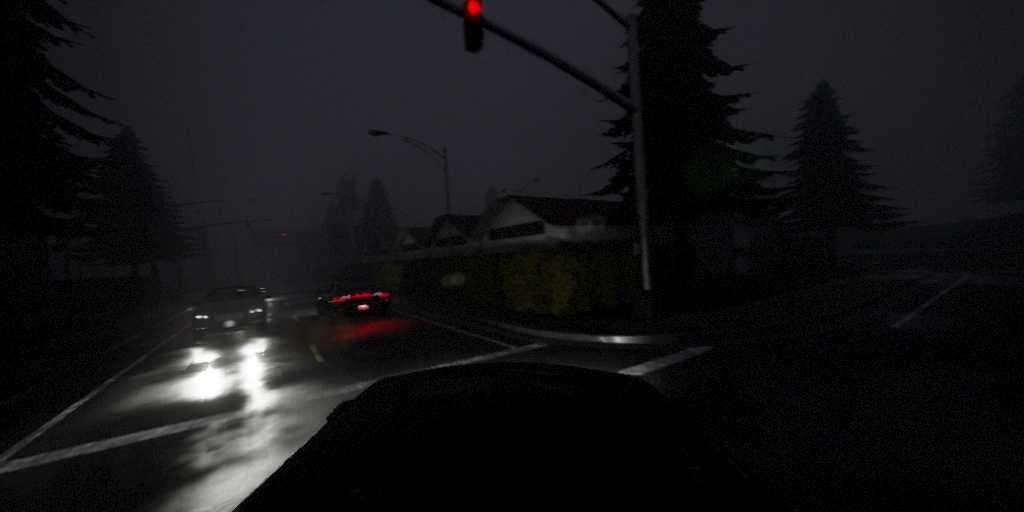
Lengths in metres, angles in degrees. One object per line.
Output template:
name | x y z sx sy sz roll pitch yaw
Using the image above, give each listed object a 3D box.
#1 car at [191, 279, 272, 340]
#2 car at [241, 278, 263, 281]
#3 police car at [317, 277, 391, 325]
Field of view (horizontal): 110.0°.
car | -9.701 1.809 12.560 2.128 1.511 4.902 -3 0 -34
car | -19.978 2.420 27.659 1.837 1.490 4.892 -3 0 -34
police car | -6.343 1.629 14.017 2.038 1.542 4.974 -3 0 -34
